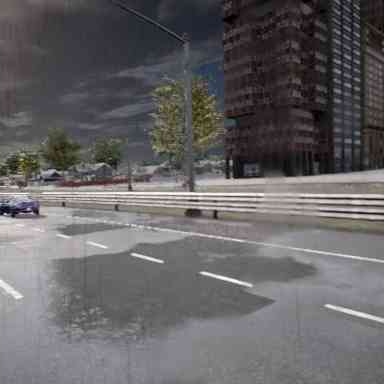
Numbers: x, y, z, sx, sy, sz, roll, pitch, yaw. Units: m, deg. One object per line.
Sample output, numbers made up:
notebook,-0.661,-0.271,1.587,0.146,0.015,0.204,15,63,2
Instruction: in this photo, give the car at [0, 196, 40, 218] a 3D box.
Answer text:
car,-12.865,1.026,24.780,1.812,1.442,4.674,-5,3,-42
